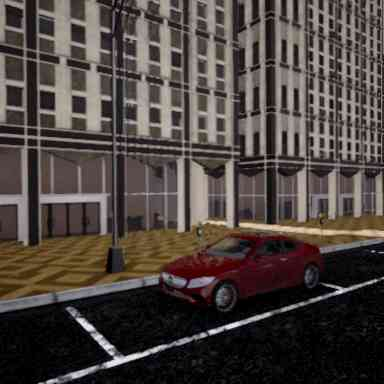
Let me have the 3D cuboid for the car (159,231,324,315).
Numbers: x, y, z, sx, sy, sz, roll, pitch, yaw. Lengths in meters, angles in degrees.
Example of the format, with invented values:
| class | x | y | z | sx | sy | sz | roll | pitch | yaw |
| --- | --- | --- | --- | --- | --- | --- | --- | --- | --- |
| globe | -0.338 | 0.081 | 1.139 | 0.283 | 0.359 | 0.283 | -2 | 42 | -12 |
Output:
| class | x | y | z | sx | sy | sz | roll | pitch | yaw |
| --- | --- | --- | --- | --- | --- | --- | --- | --- | --- |
| car | 1.286 | 1.579 | 7.485 | 4.206 | 1.307 | 1.802 | 0 | -1 | -35 |
